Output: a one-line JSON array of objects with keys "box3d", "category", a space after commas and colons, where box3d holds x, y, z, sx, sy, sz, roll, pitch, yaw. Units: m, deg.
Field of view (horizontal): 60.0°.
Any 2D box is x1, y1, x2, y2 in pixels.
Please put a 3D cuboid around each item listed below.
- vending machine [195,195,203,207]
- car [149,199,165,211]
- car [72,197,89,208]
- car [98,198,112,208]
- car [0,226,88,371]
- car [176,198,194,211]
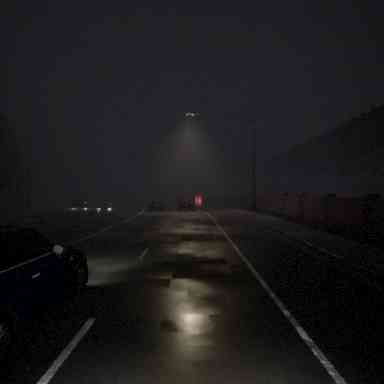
[{"box3d": [1.249, 1.626, 60.697, 1.100, 2.100, 0.880, 1, -1, -16], "category": "vending machine"}, {"box3d": [-4.459, 1.596, 41.917, 1.994, 1.385, 4.181, 0, -1, -7], "category": "car"}, {"box3d": [-16.845, 1.525, 50.538, 2.097, 1.767, 4.553, 0, -2, -13], "category": "car"}, {"box3d": [-13.266, 1.650, 50.652, 1.882, 1.535, 5.008, 0, -1, -13], "category": "car"}, {"box3d": [-3.399, 1.351, 5.683, 2.097, 1.767, 4.553, 0, 0, 0], "category": "car"}, {"box3d": [-0.884, 1.526, 41.559, 2.128, 1.511, 4.902, 0, -1, -7], "category": "car"}]
